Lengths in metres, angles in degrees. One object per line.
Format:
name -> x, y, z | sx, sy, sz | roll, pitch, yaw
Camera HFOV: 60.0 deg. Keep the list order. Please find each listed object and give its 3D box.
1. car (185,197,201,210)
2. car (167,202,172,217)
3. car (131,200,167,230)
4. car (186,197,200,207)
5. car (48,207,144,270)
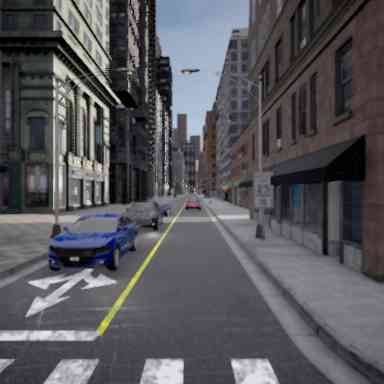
car -> 0.174, 1.545, 41.653 | 1.994, 1.385, 4.181 | 0, 0, 0
car -> -2.965, 1.586, 30.865 | 1.895, 1.301, 4.718 | 0, 0, 0
car -> -3.008, 1.343, 21.046 | 2.097, 1.767, 4.553 | 0, 0, 0
car -> 0.216, 1.518, 51.657 | 2.033, 1.411, 5.357 | 0, 0, 0
car -> -3.053, 1.474, 11.178 | 1.882, 1.535, 5.008 | 0, 0, 0
